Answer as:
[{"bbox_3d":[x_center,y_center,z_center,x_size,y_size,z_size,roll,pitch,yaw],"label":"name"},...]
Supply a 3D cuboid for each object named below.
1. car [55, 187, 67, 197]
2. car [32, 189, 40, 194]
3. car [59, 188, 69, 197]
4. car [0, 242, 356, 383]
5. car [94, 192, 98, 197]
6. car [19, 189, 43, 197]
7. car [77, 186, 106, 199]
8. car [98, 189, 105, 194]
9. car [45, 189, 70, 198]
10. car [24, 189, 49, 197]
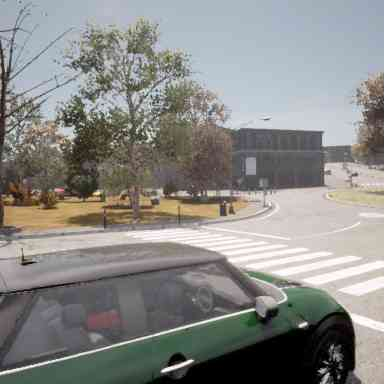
[{"bbox_3d":[-26.238,0.061,69.101,2.435,2.045,5.566,0,2,17],"label":"car"},{"bbox_3d":[-33.267,0.102,74.604,2.185,1.767,4.553,0,2,18],"label":"car"},{"bbox_3d":[-23.875,0.351,67.296,2.163,1.488,4.792,-1,2,17],"label":"car"},{"bbox_3d":[-0.243,1.350,3.572,4.553,1.767,2.097,0,0,-36],"label":"car"},{"bbox_3d":[-16.799,0.286,61.753,1.946,1.575,5.366,-1,2,17],"label":"car"},{"bbox_3d":[-37.889,0.150,78.347,2.097,1.535,5.008,0,3,19],"label":"car"},{"bbox_3d":[-19.139,0.054,63.744,2.435,2.045,5.566,-2,2,17],"label":"car"},{"bbox_3d":[-14.385,0.125,60.127,2.185,1.767,4.553,-2,2,16],"label":"car"},{"bbox_3d":[-28.585,0.294,70.958,2.231,1.521,4.892,-1,2,18],"label":"car"},{"bbox_3d":[-35.634,0.194,76.308,1.946,1.575,5.366,0,3,18],"label":"car"}]
